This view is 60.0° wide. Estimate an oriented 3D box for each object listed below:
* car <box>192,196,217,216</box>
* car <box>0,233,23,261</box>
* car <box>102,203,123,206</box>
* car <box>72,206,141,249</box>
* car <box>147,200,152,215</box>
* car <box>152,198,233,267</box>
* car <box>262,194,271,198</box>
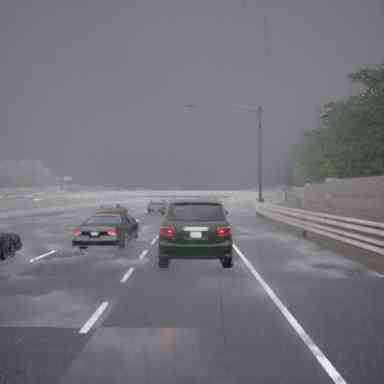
[{"bbox_3d":[1.354,1.360,33.711,2.097,1.767,4.553,0,0,8],"label":"car"},{"bbox_3d":[-6.897,1.551,9.289,2.033,1.411,5.357,0,0,0],"label":"car"},{"bbox_3d":[-6.887,1.612,29.025,1.895,1.301,4.718,0,0,0],"label":"car"},{"bbox_3d":[-3.492,1.553,14.430,2.033,1.411,5.357,0,0,0],"label":"car"},{"bbox_3d":[-3.485,1.505,34.674,2.128,1.511,4.902,0,0,0],"label":"car"},{"bbox_3d":[0.105,1.226,11.506,2.150,2.045,5.566,0,0,0],"label":"car"},{"bbox_3d":[20.574,1.347,93.103,2.097,1.767,4.553,-1,1,17],"label":"car"}]
